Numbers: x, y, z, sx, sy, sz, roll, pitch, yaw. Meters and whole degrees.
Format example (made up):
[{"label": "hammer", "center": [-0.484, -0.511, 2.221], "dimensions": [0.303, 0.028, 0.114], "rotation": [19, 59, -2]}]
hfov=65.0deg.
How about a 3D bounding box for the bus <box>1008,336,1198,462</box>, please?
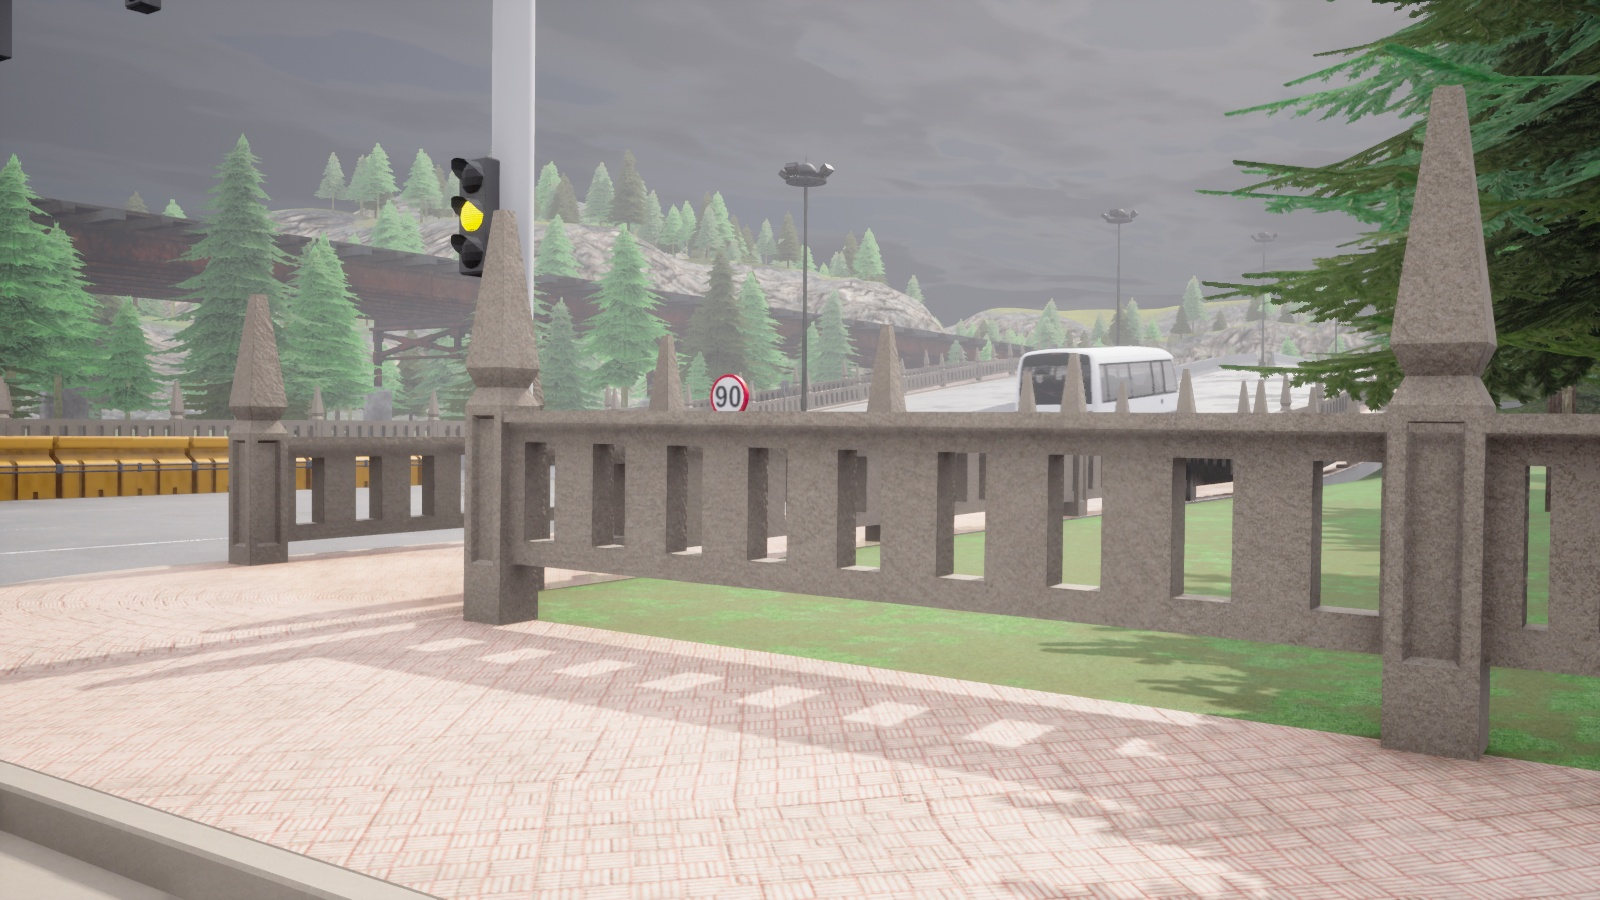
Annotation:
[{"label": "bus", "center": [12.306, -2.186, 49.920], "dimensions": [3.944, 4.253, 10.273], "rotation": [0, 5, 34]}]
